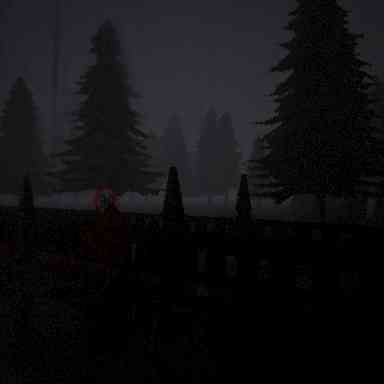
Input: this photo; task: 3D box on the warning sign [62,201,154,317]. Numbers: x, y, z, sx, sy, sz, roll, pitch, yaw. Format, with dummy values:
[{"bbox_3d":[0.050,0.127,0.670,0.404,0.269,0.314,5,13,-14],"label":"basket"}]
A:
[{"bbox_3d":[-1.551,1.114,6.265,1.060,1.860,1.300,0,0,36],"label":"warning sign"}]
